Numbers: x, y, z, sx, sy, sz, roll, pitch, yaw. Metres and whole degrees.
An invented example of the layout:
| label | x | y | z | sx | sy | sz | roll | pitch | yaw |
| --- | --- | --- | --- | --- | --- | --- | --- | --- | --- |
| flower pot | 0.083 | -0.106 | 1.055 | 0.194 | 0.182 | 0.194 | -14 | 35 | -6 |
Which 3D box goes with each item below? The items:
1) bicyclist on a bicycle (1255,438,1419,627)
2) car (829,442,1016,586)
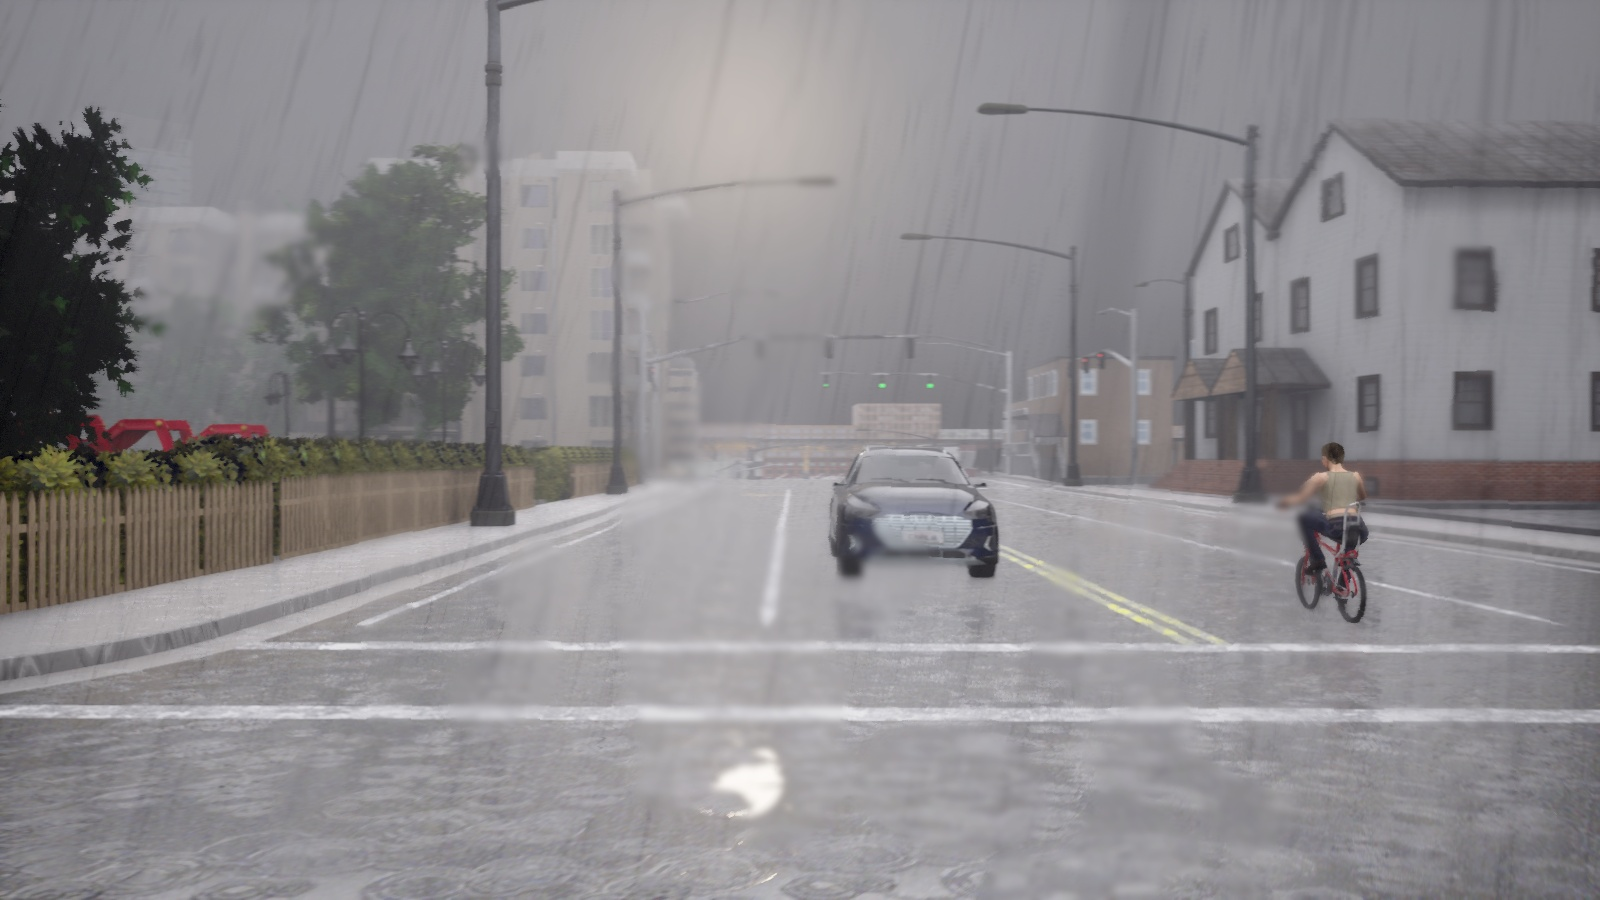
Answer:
| label | x | y | z | sx | sy | sz | roll | pitch | yaw |
| --- | --- | --- | --- | --- | --- | --- | --- | --- | --- |
| bicyclist on a bicycle | 4.881 | 0.714 | 11.529 | 0.866 | 1.612 | 1.509 | -1 | 0 | 1 |
| car | 1.465 | 0.741 | 16.873 | 2.033 | 1.649 | 4.856 | 0 | 0 | 0 |
